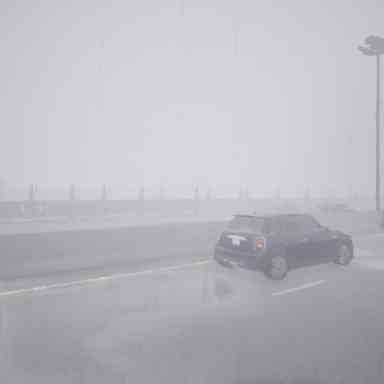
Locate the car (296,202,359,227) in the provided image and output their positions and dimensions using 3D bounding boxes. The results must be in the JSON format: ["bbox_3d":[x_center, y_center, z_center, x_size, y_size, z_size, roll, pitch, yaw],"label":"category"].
[{"bbox_3d":[9.815,1.541,23.871,4.892,1.490,1.837,0,0,-35],"label":"car"}]

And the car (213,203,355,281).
[{"bbox_3d":[2.901,1.361,10.111,4.553,1.767,2.097,0,0,-36],"label":"car"}]

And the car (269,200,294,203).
[{"bbox_3d":[8.103,1.549,31.243,4.892,1.490,1.837,0,0,-35],"label":"car"}]
